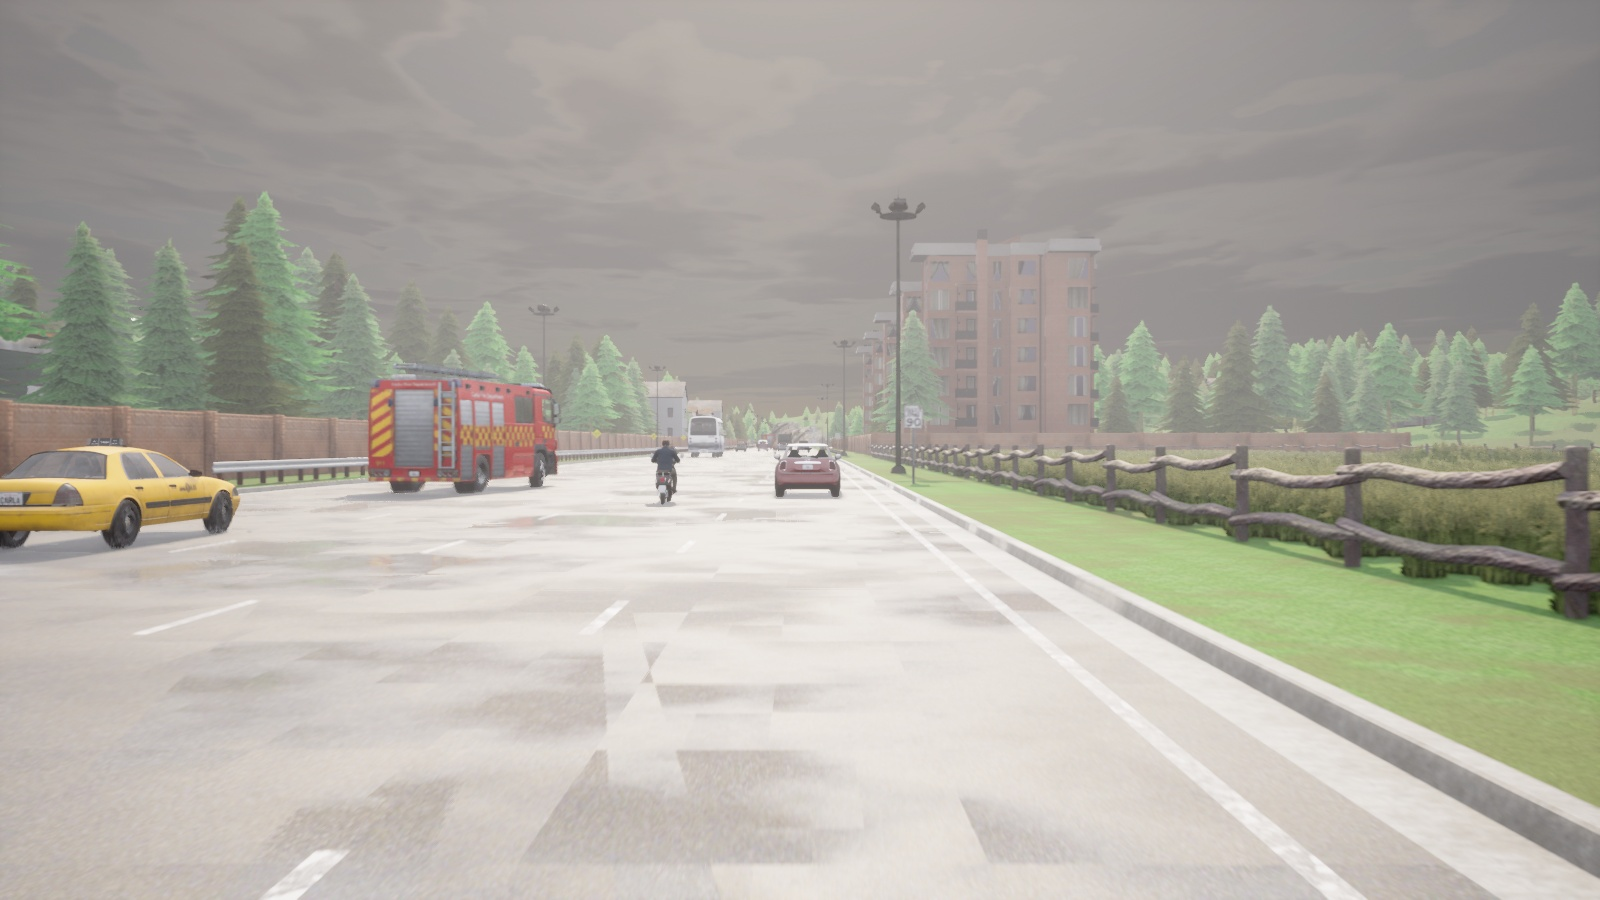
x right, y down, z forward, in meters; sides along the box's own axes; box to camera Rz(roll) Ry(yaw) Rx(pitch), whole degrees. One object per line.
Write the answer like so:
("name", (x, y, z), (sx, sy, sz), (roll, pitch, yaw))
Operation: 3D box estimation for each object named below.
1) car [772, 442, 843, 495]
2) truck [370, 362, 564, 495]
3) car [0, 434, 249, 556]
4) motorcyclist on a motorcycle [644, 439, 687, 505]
("car", (0.222, 0.506, 36.617), (1.970, 1.475, 3.806), (0, 0, 0))
("truck", (-10.454, -0.655, 40.526), (2.891, 3.827, 8.468), (0, 0, 9))
("car", (-10.378, 0.571, 18.900), (1.801, 1.575, 5.366), (0, 0, 0))
("motorcyclist on a motorcycle", (-3.310, 0.522, 31.030), (0.866, 1.590, 1.817), (0, 0, 0))
